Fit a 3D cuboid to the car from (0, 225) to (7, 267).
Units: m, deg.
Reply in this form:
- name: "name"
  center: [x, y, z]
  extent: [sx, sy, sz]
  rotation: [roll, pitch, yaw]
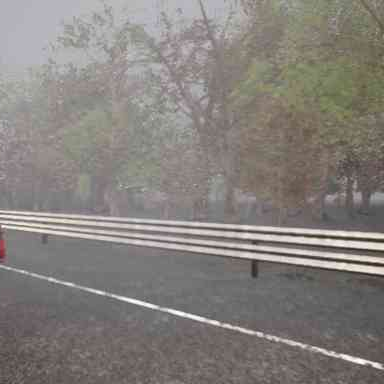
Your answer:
- name: "car"
  center: [-7.394, 1.263, 9.318]
  extent: [5.566, 2.045, 2.150]
  rotation: [0, 0, 36]
